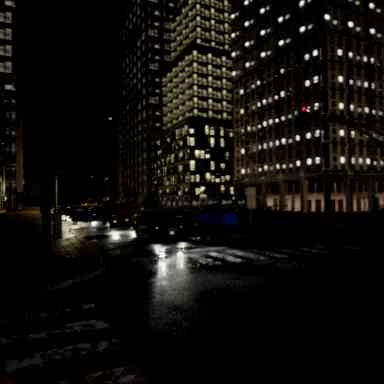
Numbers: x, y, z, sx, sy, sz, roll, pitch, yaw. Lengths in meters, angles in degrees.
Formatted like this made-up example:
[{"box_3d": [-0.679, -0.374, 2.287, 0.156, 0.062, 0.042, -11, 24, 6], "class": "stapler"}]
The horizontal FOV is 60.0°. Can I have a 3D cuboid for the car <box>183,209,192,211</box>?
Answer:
[{"box_3d": [-0.596, 2.245, 30.552, 1.887, 1.381, 4.507, 0, -1, -25], "class": "car"}]

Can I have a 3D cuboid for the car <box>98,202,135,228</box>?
[{"box_3d": [-6.430, 1.966, 29.265, 2.150, 2.045, 5.566, 0, -1, -25], "class": "car"}]

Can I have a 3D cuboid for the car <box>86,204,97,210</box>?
[{"box_3d": [-24.420, 3.542, 80.540, 2.008, 1.369, 4.403, 0, -1, -25], "class": "car"}]

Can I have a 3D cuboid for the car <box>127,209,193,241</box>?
[{"box_3d": [-2.119, 2.001, 20.217, 2.128, 1.511, 4.902, 0, -1, -25], "class": "car"}]

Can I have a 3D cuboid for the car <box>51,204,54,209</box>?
[{"box_3d": [-24.844, 3.206, 61.936, 1.802, 1.307, 4.206, 0, -1, -25], "class": "car"}]

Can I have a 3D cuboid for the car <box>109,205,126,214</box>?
[{"box_3d": [-12.518, 2.893, 55.539, 1.887, 1.381, 4.507, 0, -1, -25], "class": "car"}]

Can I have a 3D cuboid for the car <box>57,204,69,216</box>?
[{"box_3d": [-17.703, 2.803, 46.936, 1.947, 1.339, 4.313, 0, -1, -25], "class": "car"}]

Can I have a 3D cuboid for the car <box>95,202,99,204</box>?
[{"box_3d": [-17.278, 3.171, 65.540, 1.947, 1.339, 4.313, 0, -1, -25], "class": "car"}]

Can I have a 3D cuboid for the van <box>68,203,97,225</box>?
[{"box_3d": [-10.564, 2.190, 31.941, 1.690, 1.788, 3.998, 0, -1, -25], "class": "van"}]

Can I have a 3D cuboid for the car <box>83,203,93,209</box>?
[{"box_3d": [-26.873, 3.650, 85.694, 1.752, 1.417, 4.829, 0, -1, -25], "class": "car"}]

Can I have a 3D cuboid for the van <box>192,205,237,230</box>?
[{"box_3d": [1.864, 1.912, 25.596, 1.690, 1.788, 3.998, 0, -1, -25], "class": "van"}]

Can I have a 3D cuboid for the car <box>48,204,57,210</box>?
[{"box_3d": [-34.366, 3.720, 81.936, 1.802, 1.307, 4.206, 0, -1, -25], "class": "car"}]

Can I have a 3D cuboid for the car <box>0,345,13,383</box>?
[{"box_3d": [-3.216, 1.416, 1.279, 4.553, 1.767, 2.097, 0, -2, -27], "class": "car"}]

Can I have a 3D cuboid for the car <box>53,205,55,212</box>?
[{"box_3d": [-20.084, 2.917, 51.935, 2.008, 1.369, 4.403, 0, -1, -25], "class": "car"}]

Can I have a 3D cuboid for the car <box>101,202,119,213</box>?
[{"box_3d": [-14.900, 2.792, 60.545, 2.192, 1.841, 5.009, 0, -1, -25], "class": "car"}]

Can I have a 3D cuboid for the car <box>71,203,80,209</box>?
[{"box_3d": [-30.600, 3.719, 87.255, 1.812, 1.442, 4.674, 0, -1, -25], "class": "car"}]

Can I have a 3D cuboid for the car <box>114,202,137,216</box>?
[{"box_3d": [-10.139, 2.534, 50.544, 2.192, 1.841, 5.009, 0, -1, -25], "class": "car"}]
